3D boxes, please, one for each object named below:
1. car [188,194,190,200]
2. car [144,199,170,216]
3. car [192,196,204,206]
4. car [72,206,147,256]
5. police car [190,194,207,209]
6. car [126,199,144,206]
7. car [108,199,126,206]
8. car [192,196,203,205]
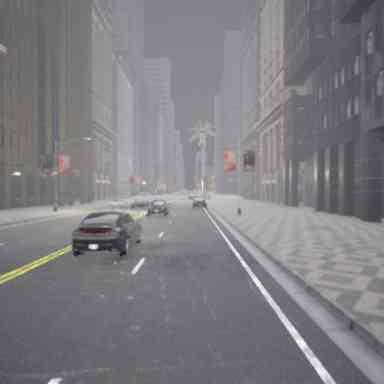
[{"bbox_3d":[0.000,1.182,79.387,1.882,1.535,5.008,0,0,0],"label":"car"},{"bbox_3d":[-3.151,1.499,31.775,1.812,1.442,4.674,0,0,0],"label":"car"},{"bbox_3d":[0.974,1.464,53.573,1.812,1.442,4.674,0,0,0],"label":"car"},{"bbox_3d":[-3.149,1.499,13.050,1.837,1.490,4.892,0,0,0],"label":"car"},{"bbox_3d":[0.975,1.380,43.683,1.930,1.638,5.238,0,0,0],"label":"police car"},{"bbox_3d":[-6.577,1.558,42.048,1.895,1.301,4.718,0,0,0],"label":"car"},{"bbox_3d":[-9.816,1.554,44.469,1.895,1.301,4.718,0,0,0],"label":"car"},{"bbox_3d":[0.975,1.453,59.574,1.812,1.442,4.674,0,0,0],"label":"car"}]
